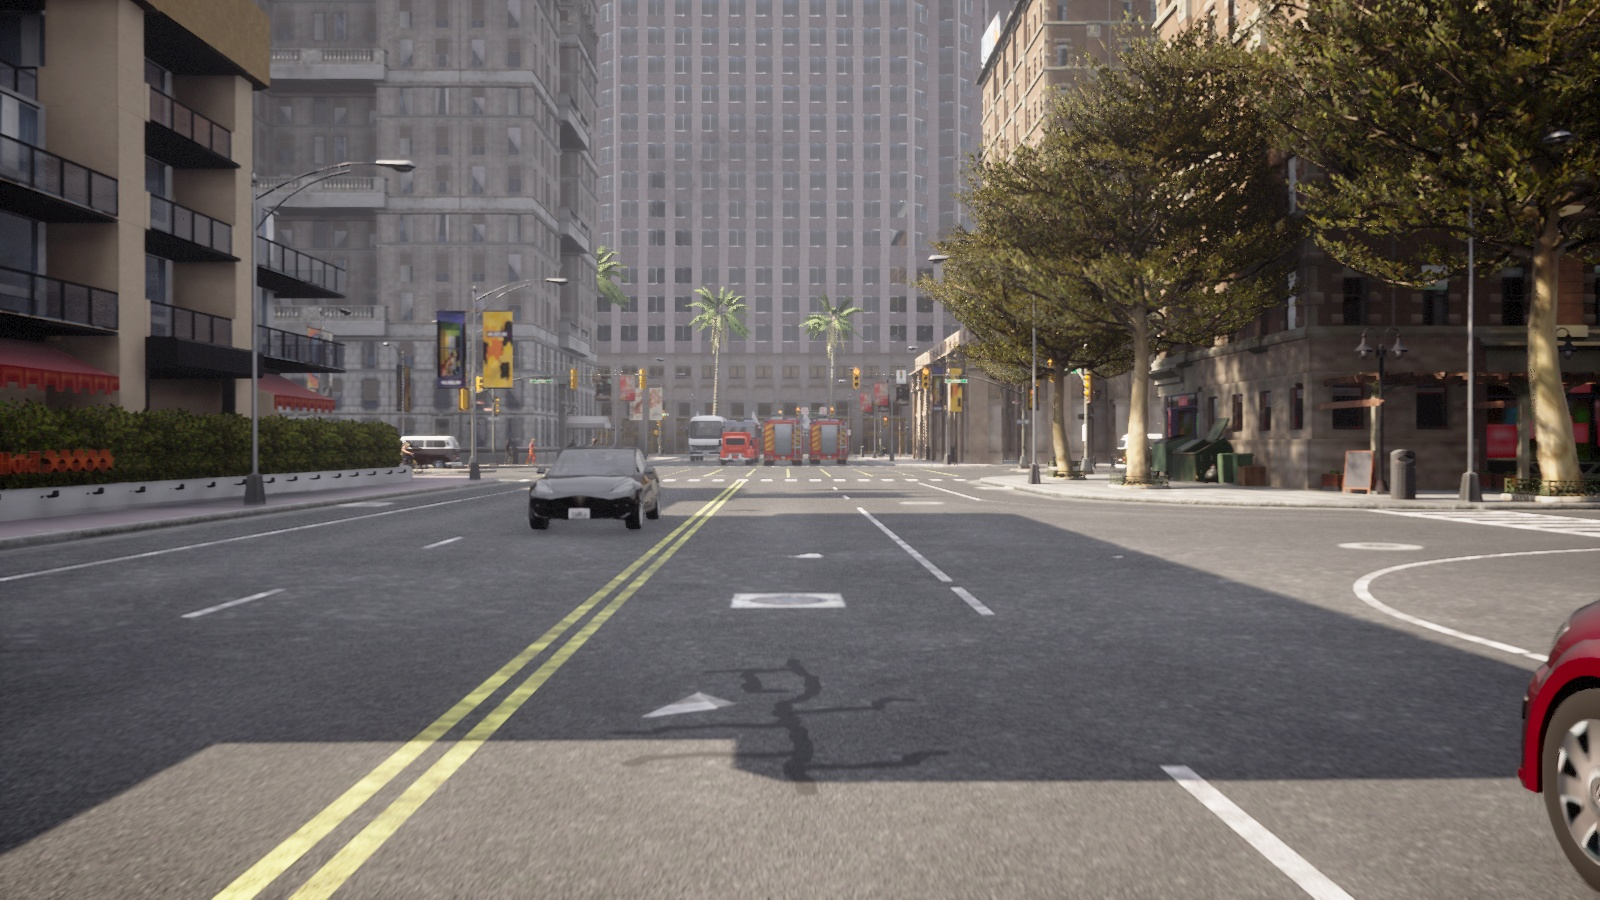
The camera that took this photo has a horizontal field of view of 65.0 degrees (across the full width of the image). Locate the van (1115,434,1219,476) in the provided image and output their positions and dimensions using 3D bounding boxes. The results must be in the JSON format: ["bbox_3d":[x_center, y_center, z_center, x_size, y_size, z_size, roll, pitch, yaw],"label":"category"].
[{"bbox_3d":[17.977,0.238,61.723,4.480,2.038,2.069,0,0,0],"label":"van"}]

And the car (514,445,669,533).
[{"bbox_3d":[-3.765,0.649,23.586,2.163,1.488,4.792,0,0,0],"label":"car"}]

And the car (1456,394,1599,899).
[{"bbox_3d":[3.469,0.636,2.881,1.851,1.617,3.988,0,0,0],"label":"car"}]

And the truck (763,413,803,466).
[{"bbox_3d":[-1.283,-0.797,94.609,2.891,3.827,8.468,0,0,-1],"label":"truck"}]

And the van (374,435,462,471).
[{"bbox_3d":[-22.110,0.166,72.878,4.480,2.038,2.069,0,0,0],"label":"van"}]

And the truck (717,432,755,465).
[{"bbox_3d":[-4.780,-0.122,94.370,2.627,2.467,5.204,0,0,-1],"label":"truck"}]
